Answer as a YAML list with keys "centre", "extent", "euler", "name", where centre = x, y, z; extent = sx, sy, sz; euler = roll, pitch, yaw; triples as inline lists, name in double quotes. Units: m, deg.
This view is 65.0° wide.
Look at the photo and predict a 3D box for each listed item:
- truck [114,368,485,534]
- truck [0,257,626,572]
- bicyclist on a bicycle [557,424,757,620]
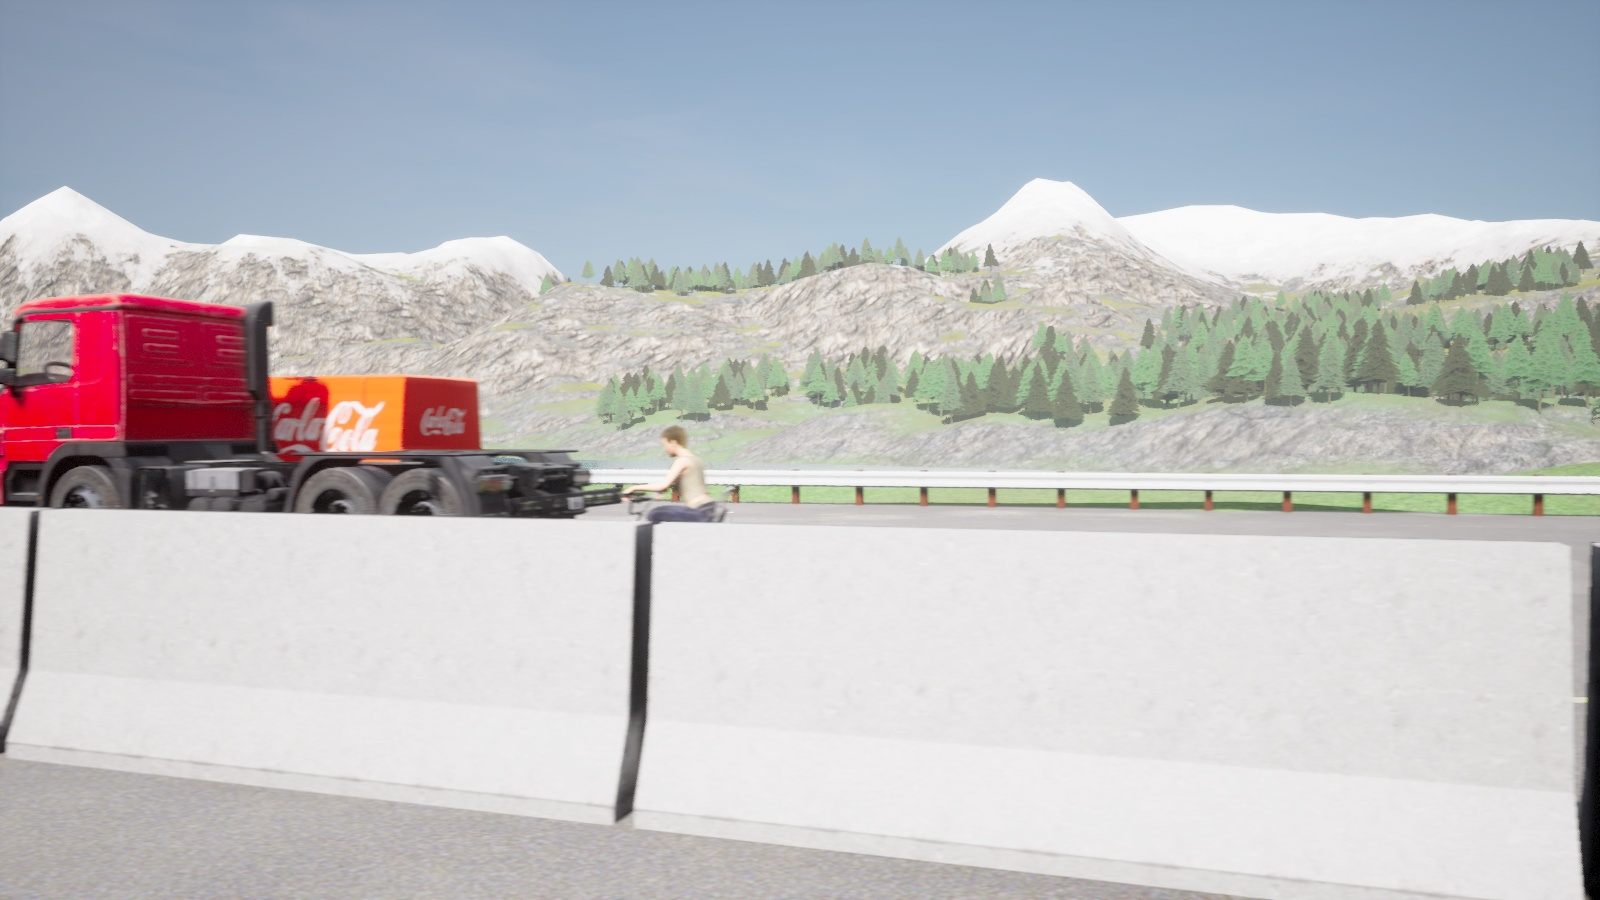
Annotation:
- centre: [-8.192, -0.023, 20.713]
  extent: [5.204, 2.467, 2.627]
  euler: [1, 1, 19]
  name: "truck"
- centre: [-6.525, -0.443, 16.451]
  extent: [7.936, 3.462, 2.891]
  euler: [1, 1, 19]
  name: "truck"
- centre: [-1.243, 0.582, 10.991]
  extent: [1.509, 1.612, 0.866]
  euler: [1, 1, 19]
  name: "bicyclist on a bicycle"
